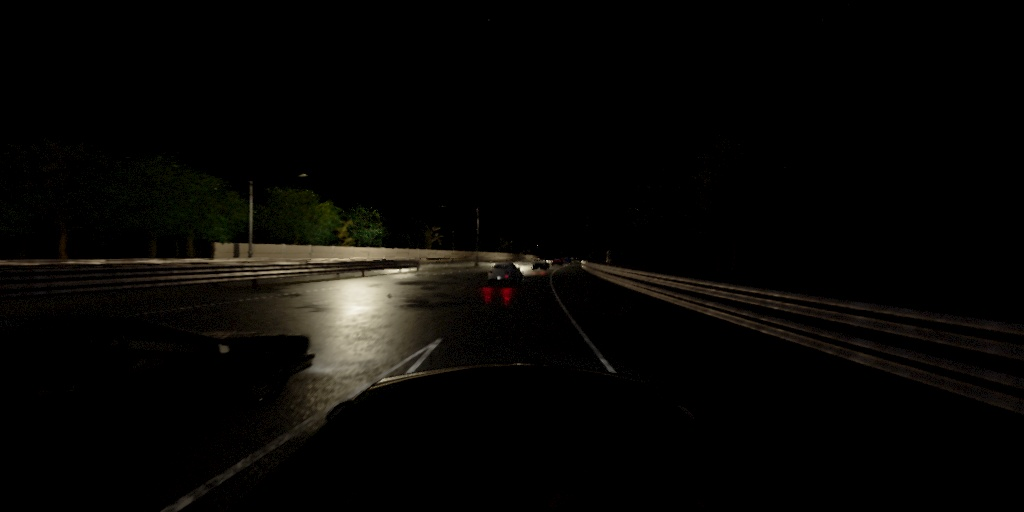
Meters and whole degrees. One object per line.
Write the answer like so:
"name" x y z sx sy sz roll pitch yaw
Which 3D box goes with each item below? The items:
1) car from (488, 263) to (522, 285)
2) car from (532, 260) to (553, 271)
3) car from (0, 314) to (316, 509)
"car" -0.453 1.207 25.622 1.812 1.442 4.674 1 0 10
"car" 3.932 1.244 48.097 1.895 1.301 4.718 1 0 12
"car" -4.341 1.259 3.214 2.033 1.411 5.357 1 0 9
